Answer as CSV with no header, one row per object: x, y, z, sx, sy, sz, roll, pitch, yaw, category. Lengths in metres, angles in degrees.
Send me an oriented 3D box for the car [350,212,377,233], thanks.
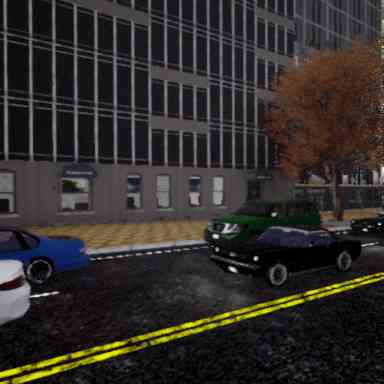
11.355,1.807,19.617,4.718,1.301,1.895,1,0,-35,car

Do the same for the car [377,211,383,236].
10.870,1.534,15.304,4.553,1.767,2.097,1,0,-35,car

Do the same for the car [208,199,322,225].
3.145,1.314,13.846,5.566,2.045,2.150,1,0,-35,car

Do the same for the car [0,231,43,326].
-4.710,1.492,4.366,4.674,1.442,1.812,1,0,-35,car

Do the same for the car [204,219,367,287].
2.844,1.672,9.663,4.718,1.301,1.895,1,0,-35,car

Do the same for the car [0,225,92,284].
-5.250,1.524,7.938,5.357,1.411,2.033,1,0,-35,car
